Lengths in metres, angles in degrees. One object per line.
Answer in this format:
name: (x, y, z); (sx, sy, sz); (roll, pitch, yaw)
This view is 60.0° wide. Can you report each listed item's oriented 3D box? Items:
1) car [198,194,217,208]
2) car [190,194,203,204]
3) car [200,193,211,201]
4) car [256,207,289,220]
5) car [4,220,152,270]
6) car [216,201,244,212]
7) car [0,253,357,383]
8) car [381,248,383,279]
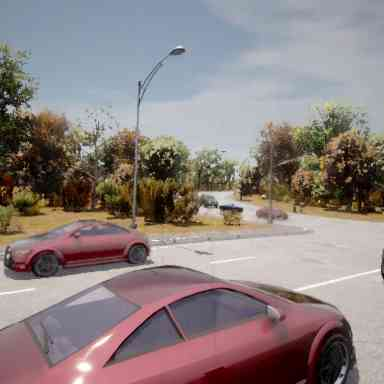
car: (2.806, 1.559, 56.694); (2.150, 2.045, 5.566); (3, 2, -13)
car: (0.828, 1.410, 67.085); (1.837, 1.490, 4.892); (2, 2, -8)
car: (3.200, 1.132, 78.711); (2.128, 1.511, 4.902); (2, 2, -1)
car: (9.030, 2.357, 37.635); (1.994, 1.385, 4.181); (3, -1, -22)
car: (-3.354, 1.578, 10.206); (4.181, 1.385, 1.994); (1, 0, -36)
car: (5.513, 2.250, 46.913); (1.895, 1.301, 4.718); (3, 0, -18)
car: (-0.005, 1.572, 3.744); (4.181, 1.385, 1.994); (0, 0, -36)
car: (7.017, 1.488, 8.798); (4.553, 1.767, 2.097); (2, -1, -35)
